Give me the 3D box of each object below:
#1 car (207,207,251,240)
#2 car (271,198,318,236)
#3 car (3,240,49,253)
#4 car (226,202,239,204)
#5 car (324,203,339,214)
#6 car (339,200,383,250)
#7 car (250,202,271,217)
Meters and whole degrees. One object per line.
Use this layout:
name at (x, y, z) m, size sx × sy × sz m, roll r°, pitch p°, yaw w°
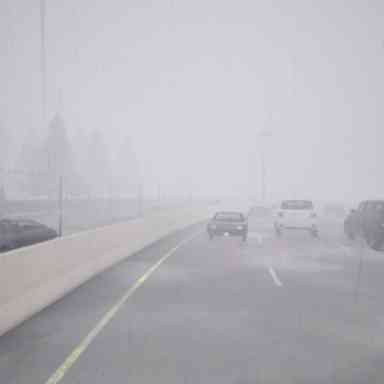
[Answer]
car at (2.035, 1.709, 17.831) m, size 1.895 × 1.301 × 4.718 m, roll 0°, pitch 0°, yaw 11°
car at (5.973, 1.357, 19.567) m, size 2.150 × 2.045 × 5.566 m, roll 0°, pitch 0°, yaw 13°
car at (-6.248, 1.596, 11.071) m, size 1.994 × 1.385 × 4.181 m, roll 0°, pitch 0°, yaw 7°
car at (6.456, 1.783, 50.113) m, size 1.882 × 1.535 × 5.008 m, roll 0°, pitch 0°, yaw 28°
car at (16.529, 1.891, 38.698) m, size 1.895 × 1.301 × 4.718 m, roll 0°, pitch 0°, yaw 26°
car at (8.565, 1.344, 14.800) m, size 2.150 × 2.045 × 5.566 m, roll 0°, pitch 0°, yaw 10°
car at (7.114, 1.750, 34.750) m, size 1.812 × 1.442 × 4.674 m, roll 0°, pitch 0°, yaw 21°
